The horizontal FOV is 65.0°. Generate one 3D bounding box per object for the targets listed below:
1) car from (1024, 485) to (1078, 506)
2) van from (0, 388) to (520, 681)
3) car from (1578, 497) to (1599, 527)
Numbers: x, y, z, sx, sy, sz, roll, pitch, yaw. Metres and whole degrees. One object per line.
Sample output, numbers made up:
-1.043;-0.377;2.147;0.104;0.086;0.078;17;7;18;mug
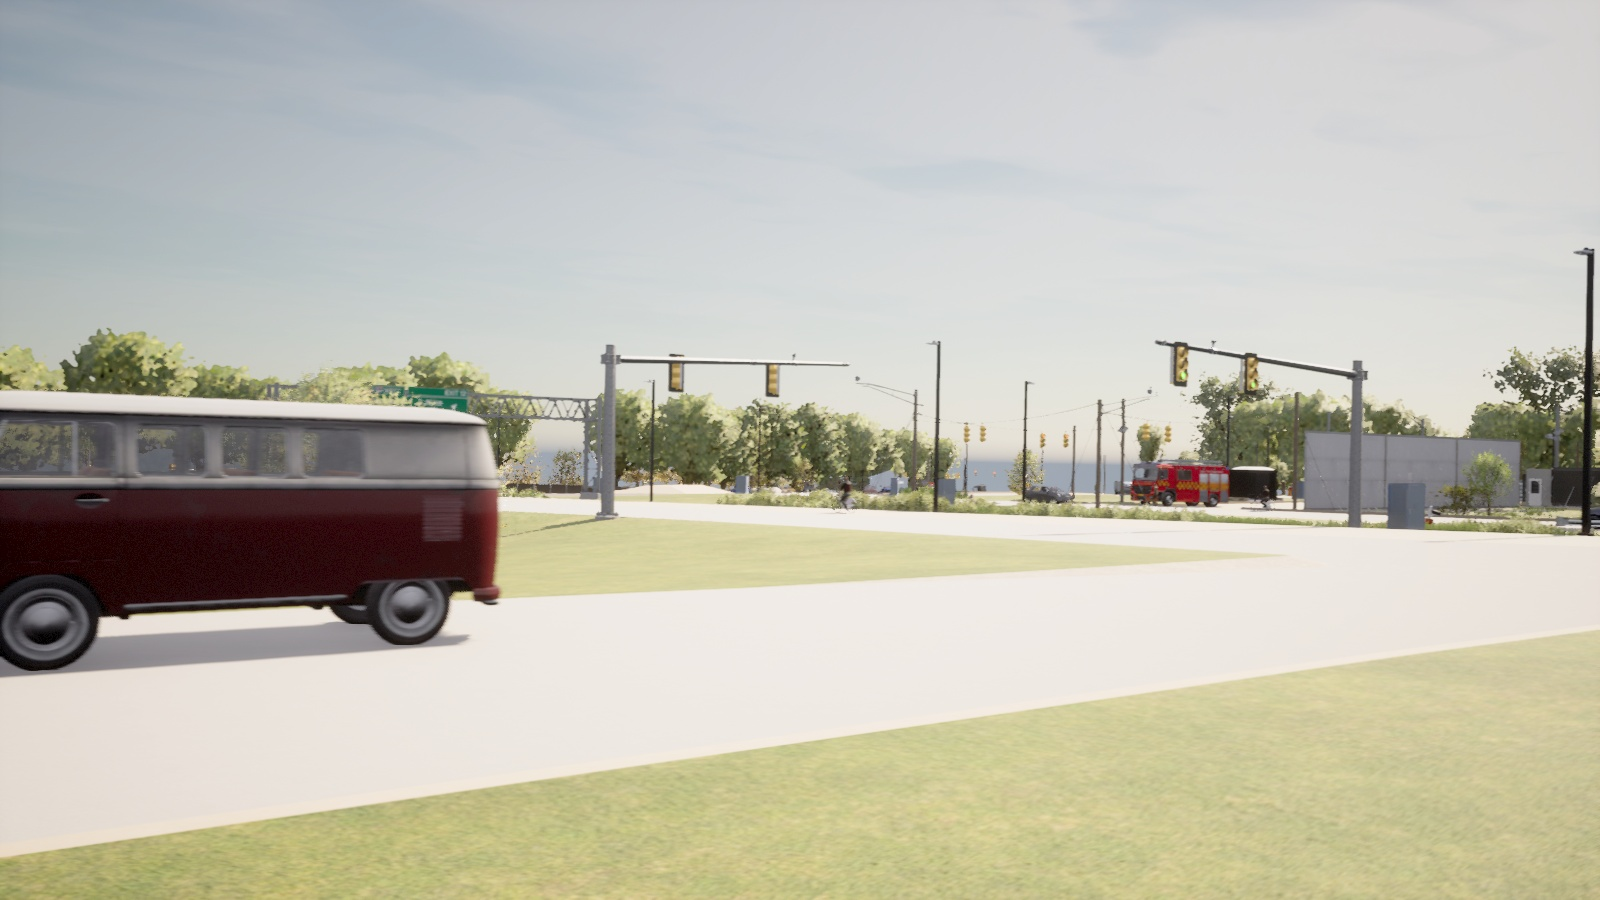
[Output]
18.289;3.306;91.634;1.845;1.501;3.633;1;-1;-34;car
-4.715;0.593;10.078;4.442;1.987;1.775;1;0;-34;van
39.748;2.972;59.767;1.994;1.385;4.181;1;-1;-35;car
